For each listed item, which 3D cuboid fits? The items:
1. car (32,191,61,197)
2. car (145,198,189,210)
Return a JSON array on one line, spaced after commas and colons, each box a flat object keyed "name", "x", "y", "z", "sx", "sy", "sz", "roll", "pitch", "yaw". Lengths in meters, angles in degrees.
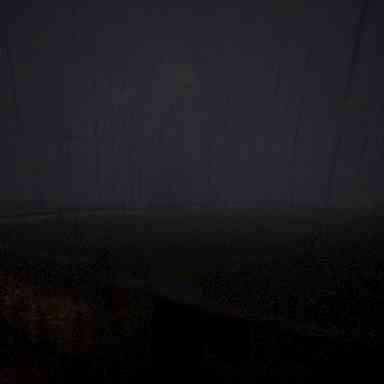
[{"name": "car", "x": -23.397, "y": 0.600, "z": 53.798, "sx": 2.242, "sy": 1.667, "sz": 4.611, "roll": 1, "pitch": 1, "yaw": 38}, {"name": "car", "x": -2.096, "y": 1.246, "z": 28.464, "sx": 1.994, "sy": 1.385, "sz": 4.181, "roll": 1, "pitch": 1, "yaw": 39}]
